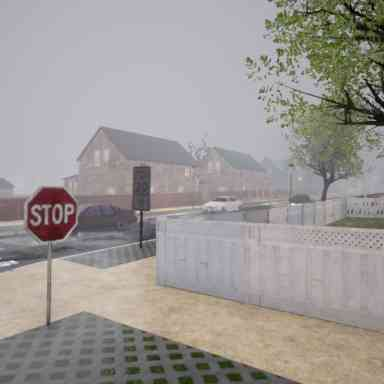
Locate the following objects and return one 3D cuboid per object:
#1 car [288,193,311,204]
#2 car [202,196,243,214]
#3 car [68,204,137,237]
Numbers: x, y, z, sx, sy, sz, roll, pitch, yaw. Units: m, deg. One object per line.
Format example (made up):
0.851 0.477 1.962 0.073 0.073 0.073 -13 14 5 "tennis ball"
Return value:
14.609 0.821 45.018 1.994 1.385 4.181 2 2 35 "car"
2.706 1.089 28.310 1.812 1.442 4.674 2 3 35 "car"
-5.231 1.319 17.074 2.033 1.411 5.357 2 2 35 "car"
